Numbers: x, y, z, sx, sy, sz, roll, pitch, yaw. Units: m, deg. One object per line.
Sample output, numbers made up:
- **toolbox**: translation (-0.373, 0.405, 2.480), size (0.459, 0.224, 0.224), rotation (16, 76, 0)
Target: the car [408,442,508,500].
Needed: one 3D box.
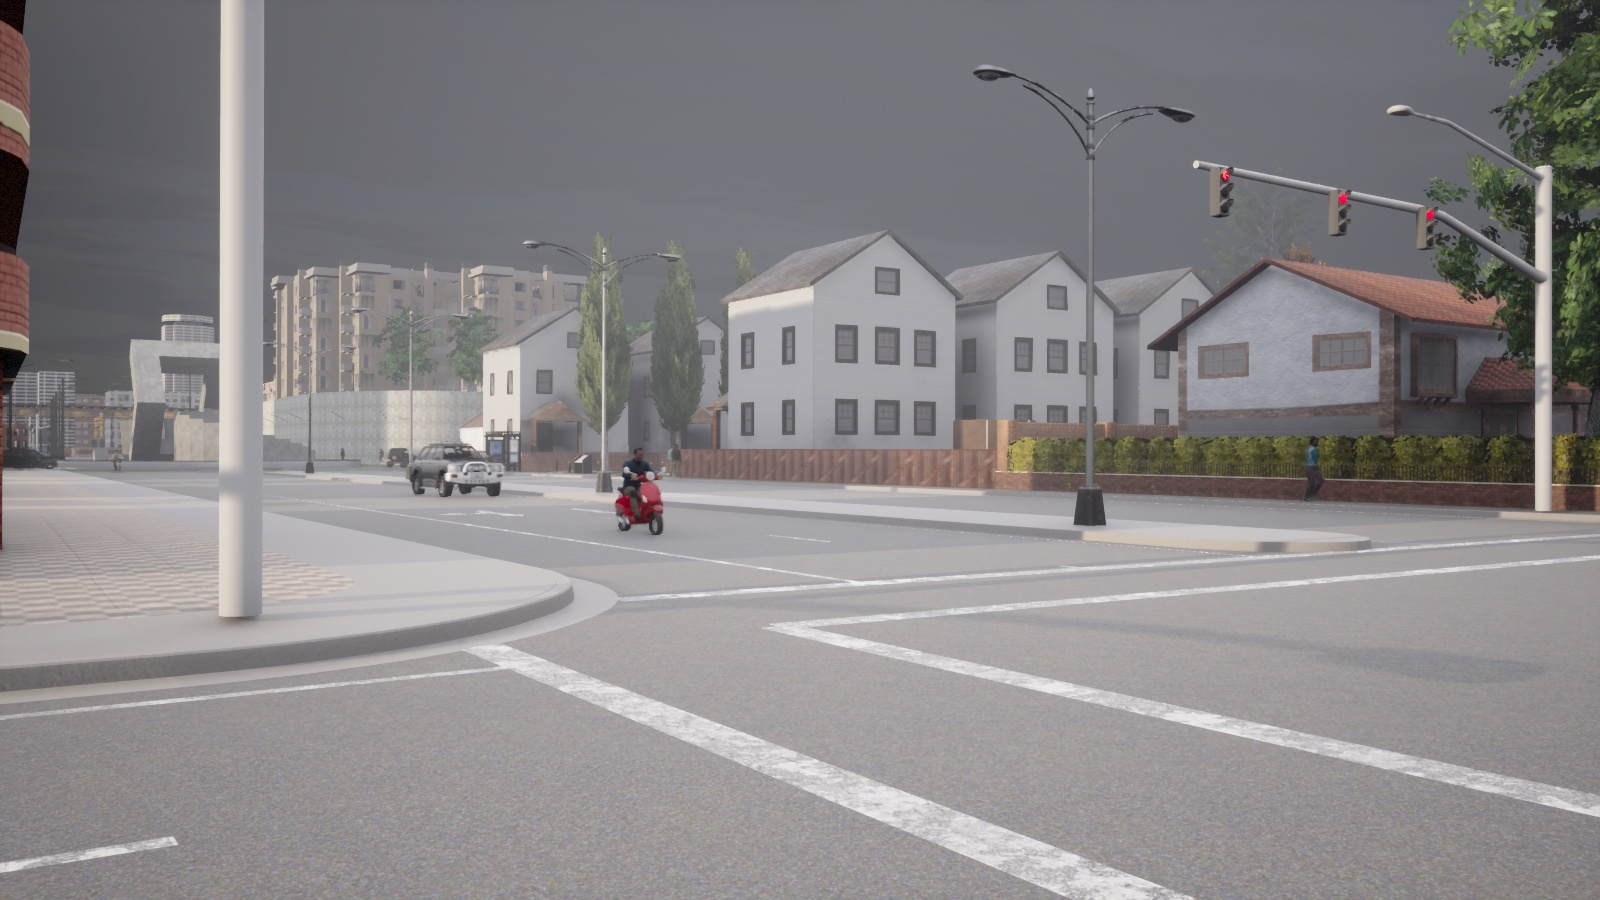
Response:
- **car**: translation (-11.630, 0.690, 42.531), size (1.932, 1.855, 4.605), rotation (0, 0, -33)

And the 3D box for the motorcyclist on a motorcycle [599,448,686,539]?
- **motorcyclist on a motorcycle**: translation (-2.901, 0.761, 22.974), size (0.866, 1.590, 1.817), rotation (0, 0, -33)

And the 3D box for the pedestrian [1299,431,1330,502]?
- **pedestrian**: translation (14.287, 0.455, 34.908), size (0.396, 1.930, 0.692), rotation (0, 0, -32)

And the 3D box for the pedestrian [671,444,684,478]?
- **pedestrian**: translation (-6.535, 0.577, 66.859), size (0.431, 1.840, 0.703), rotation (0, 0, -27)
